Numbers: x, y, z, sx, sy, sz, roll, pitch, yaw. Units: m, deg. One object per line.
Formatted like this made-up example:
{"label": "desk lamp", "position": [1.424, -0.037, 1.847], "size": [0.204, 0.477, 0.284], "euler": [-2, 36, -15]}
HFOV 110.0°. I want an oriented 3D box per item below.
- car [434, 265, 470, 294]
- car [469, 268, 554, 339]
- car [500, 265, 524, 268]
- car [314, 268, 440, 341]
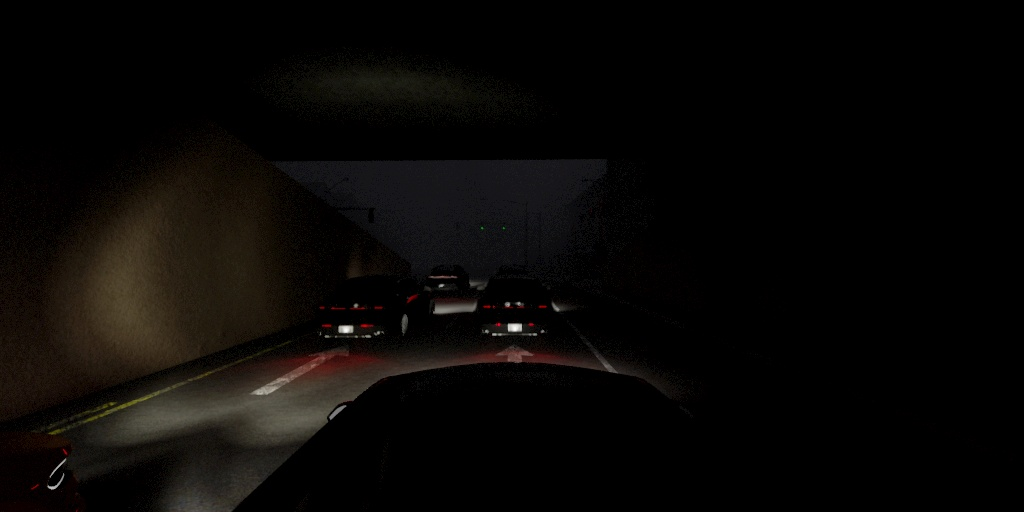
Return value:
{"label": "car", "position": [-3.490, 1.242, 20.087], "size": [2.128, 1.511, 4.902], "euler": [0, 0, -1]}
{"label": "car", "position": [0.054, 1.256, 10.025], "size": [1.837, 1.490, 4.892], "euler": [0, 0, 0]}
{"label": "car", "position": [0.008, 1.256, 20.087], "size": [1.837, 1.490, 4.892], "euler": [0, 0, 0]}
{"label": "car", "position": [-3.446, 1.256, 9.834], "size": [1.837, 1.490, 4.892], "euler": [0, 0, 0]}
